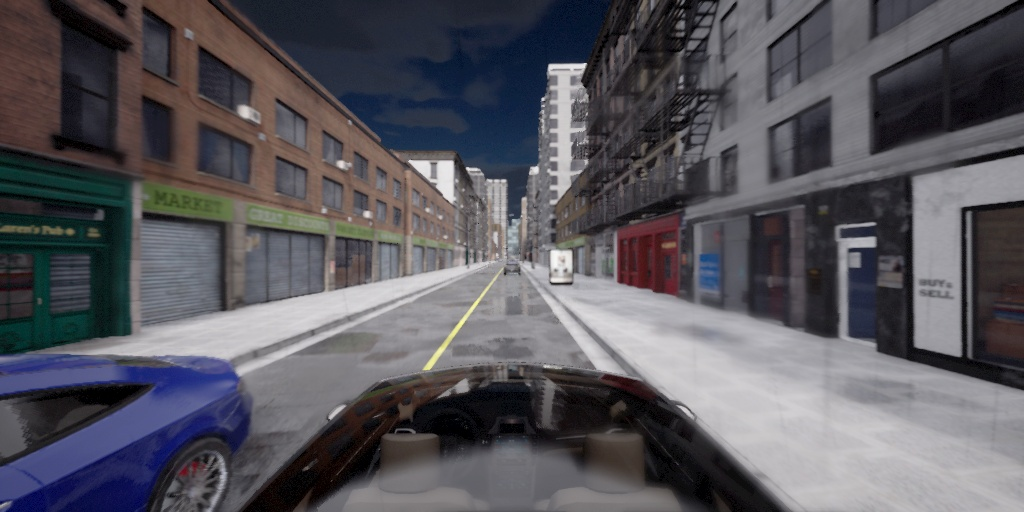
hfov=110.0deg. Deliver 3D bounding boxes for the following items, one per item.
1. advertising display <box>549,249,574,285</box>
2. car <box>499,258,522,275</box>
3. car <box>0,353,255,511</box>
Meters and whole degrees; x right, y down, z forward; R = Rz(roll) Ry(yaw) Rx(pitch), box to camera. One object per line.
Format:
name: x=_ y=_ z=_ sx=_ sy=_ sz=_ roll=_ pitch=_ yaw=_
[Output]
advertising display: x=3.130 y=0.772 z=22.754 sx=1.540 sy=2.440 sz=0.280 roll=0 pitch=0 yaw=0
car: x=0.052 y=1.248 z=39.057 sx=2.128 sy=1.511 sz=4.902 roll=0 pitch=0 yaw=1
car: x=-3.101 y=1.276 z=1.218 sx=1.812 sy=1.442 sz=4.674 roll=0 pitch=0 yaw=0
